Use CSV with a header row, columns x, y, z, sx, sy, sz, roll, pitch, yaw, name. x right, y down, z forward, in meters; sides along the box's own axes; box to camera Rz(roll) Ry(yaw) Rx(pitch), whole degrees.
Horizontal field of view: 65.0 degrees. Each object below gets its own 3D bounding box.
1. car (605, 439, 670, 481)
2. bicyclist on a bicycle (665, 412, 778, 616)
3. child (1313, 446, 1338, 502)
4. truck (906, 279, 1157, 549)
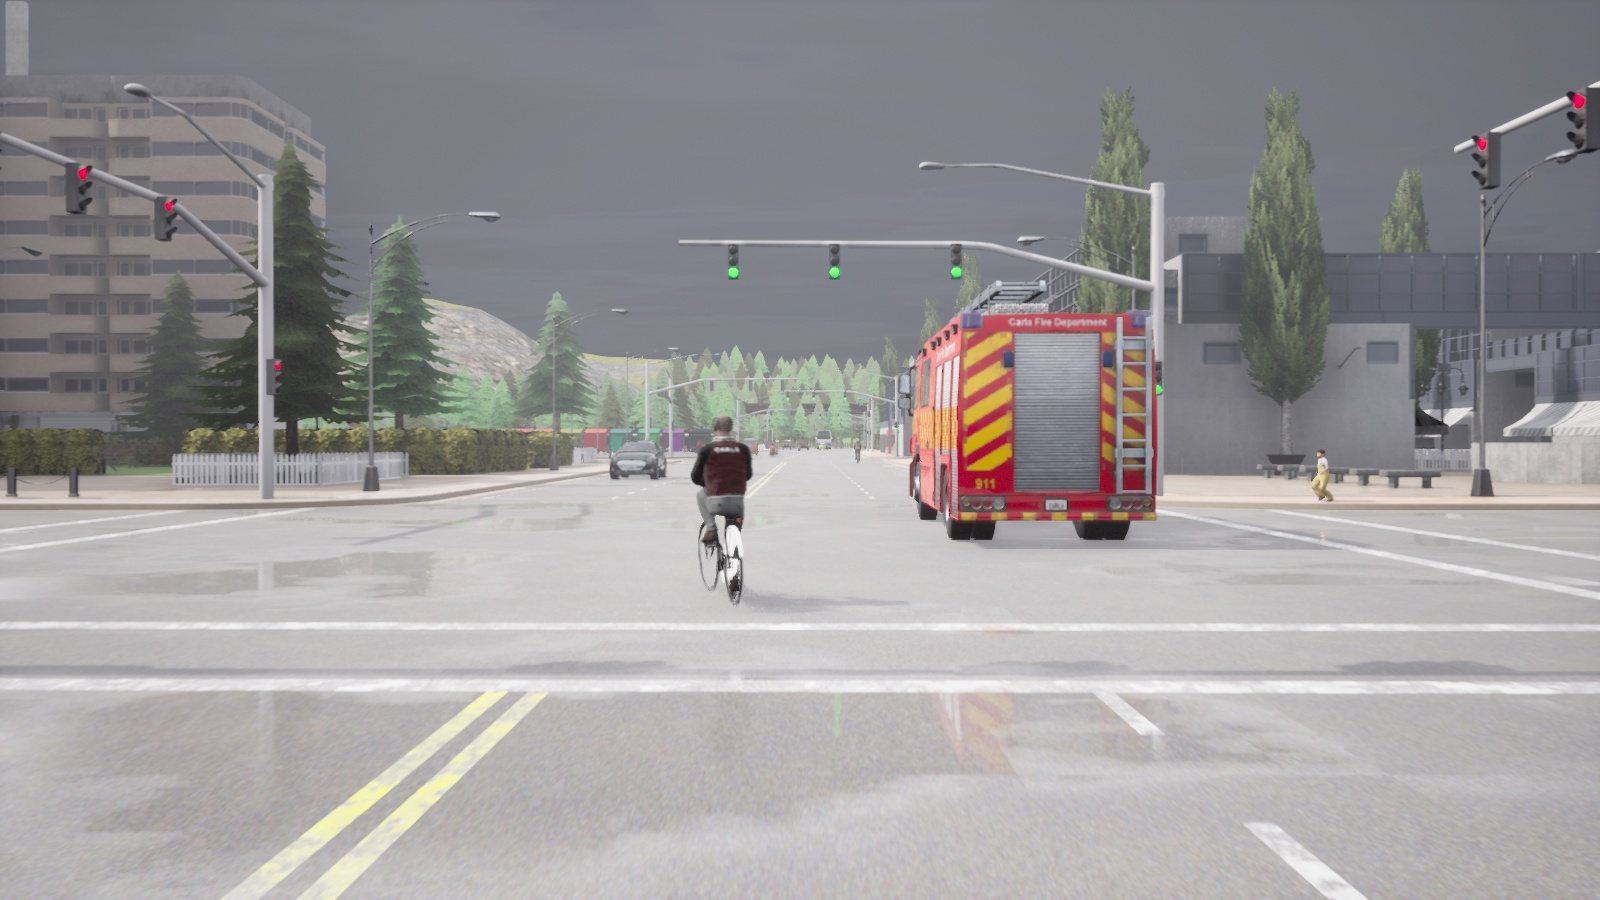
x,y,z,sx,sy,sz,roll,pitch,yaw,name
-6.689,0.379,52.079,2.033,1.649,4.856,0,0,0,car
-0.781,0.549,11.951,0.659,1.776,1.843,-1,1,-16,bicyclist on a bicycle
11.782,0.536,28.150,0.437,1.263,0.270,0,0,-6,child
3.642,-0.539,22.053,2.891,3.827,8.468,0,0,0,truck
